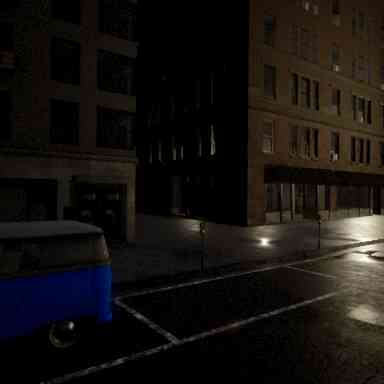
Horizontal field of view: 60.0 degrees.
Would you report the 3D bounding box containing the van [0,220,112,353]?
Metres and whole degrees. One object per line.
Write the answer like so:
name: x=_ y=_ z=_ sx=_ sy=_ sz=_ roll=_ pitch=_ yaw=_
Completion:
van: x=-3.114 y=1.341 z=4.531 sx=3.998 sy=1.788 sz=1.690 roll=0 pitch=1 yaw=-36
